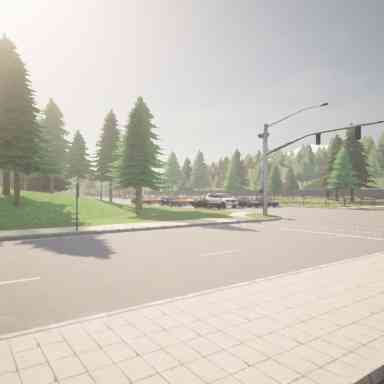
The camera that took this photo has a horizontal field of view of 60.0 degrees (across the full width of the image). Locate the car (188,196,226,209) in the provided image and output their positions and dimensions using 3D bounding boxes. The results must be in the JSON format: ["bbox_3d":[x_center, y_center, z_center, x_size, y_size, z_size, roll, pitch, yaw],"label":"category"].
[{"bbox_3d":[1.937,1.601,44.308,1.895,1.301,4.718,0,0,-35],"label":"car"}]

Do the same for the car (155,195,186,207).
[{"bbox_3d":[-3.420,1.505,51.930,1.837,1.490,4.892,0,0,-35],"label":"car"}]

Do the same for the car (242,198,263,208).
[{"bbox_3d":[7.682,1.547,48.315,2.033,1.411,5.357,0,0,-35],"label":"car"}]

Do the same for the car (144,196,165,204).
[{"bbox_3d":[-7.154,1.478,63.387,1.882,1.535,5.008,0,0,-35],"label":"car"}]

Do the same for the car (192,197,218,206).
[{"bbox_3d":[2.170,1.601,56.162,1.895,1.301,4.718,0,0,-35],"label":"car"}]

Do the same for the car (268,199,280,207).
[{"bbox_3d":[10.608,1.547,50.244,2.033,1.411,5.357,0,0,-35],"label":"car"}]

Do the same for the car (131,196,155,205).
[{"bbox_3d":[-9.288,1.547,60.312,2.033,1.411,5.357,0,0,-36],"label":"car"}]

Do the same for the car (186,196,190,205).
[{"bbox_3d":[-1.489,1.478,55.273,1.882,1.535,5.008,0,0,-35],"label":"car"}]

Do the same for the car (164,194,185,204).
[{"bbox_3d":[-3.402,1.352,64.142,2.097,1.767,4.553,0,0,-35],"label":"car"}]

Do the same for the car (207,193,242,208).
[{"bbox_3d":[4.124,1.221,47.298,2.150,2.045,5.566,0,0,-34],"label":"car"}]

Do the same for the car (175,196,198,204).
[{"bbox_3d":[-1.143,1.547,67.058,2.033,1.411,5.357,0,0,-34],"label":"car"}]
